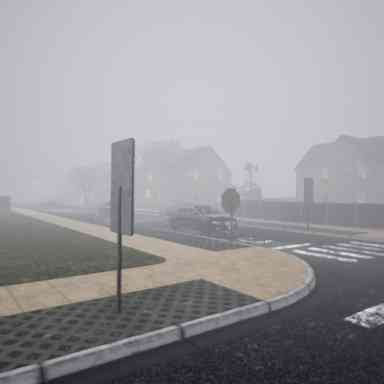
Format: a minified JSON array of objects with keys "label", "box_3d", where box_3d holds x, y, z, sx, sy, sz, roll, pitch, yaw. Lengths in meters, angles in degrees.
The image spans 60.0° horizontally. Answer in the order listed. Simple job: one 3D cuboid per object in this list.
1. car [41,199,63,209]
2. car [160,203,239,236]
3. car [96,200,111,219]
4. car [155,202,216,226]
[{"label":"car","box_3d":[-19.260,1.624,45.771,1.895,1.301,4.718,1,-1,-36]},{"label":"car","box_3d":[0.503,1.487,18.401,2.128,1.511,4.902,1,0,-36]},{"label":"car","box_3d":[-6.609,1.495,28.198,1.837,1.490,4.892,1,-1,-36]},{"label":"car","box_3d":[-0.629,1.520,24.648,2.128,1.511,4.902,1,-1,-35]}]
